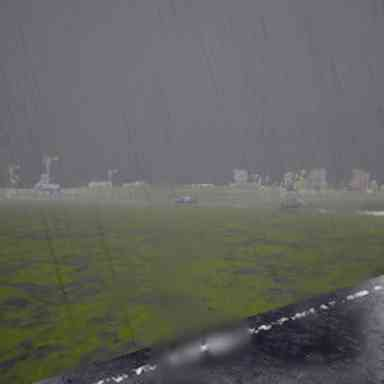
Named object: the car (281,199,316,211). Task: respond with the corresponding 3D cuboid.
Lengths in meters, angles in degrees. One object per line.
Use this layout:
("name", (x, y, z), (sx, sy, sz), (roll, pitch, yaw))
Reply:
("car", (13.205, 1.535, 41.346), (1.994, 1.385, 4.181), (0, 0, -35))

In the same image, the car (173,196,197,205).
("car", (-1.416, 1.511, 60.760), (2.033, 1.411, 5.357), (-1, 0, -39))
